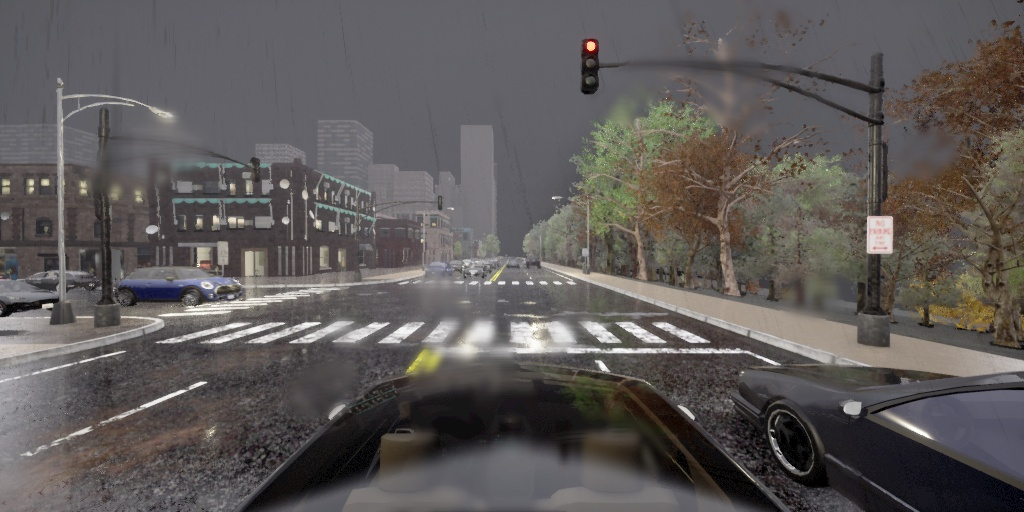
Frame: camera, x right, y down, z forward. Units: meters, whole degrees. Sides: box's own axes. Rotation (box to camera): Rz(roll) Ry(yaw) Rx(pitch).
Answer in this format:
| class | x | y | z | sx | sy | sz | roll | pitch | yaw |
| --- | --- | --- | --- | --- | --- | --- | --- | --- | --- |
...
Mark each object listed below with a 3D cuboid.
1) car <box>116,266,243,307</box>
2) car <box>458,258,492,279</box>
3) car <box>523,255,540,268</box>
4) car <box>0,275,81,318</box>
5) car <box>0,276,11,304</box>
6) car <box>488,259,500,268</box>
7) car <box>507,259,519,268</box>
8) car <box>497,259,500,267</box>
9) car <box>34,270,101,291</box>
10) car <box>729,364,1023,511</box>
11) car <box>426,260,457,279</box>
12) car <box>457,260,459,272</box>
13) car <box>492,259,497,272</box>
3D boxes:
| class | x | y | z | sx | sy | sz | roll | pitch | yaw |
| --- | --- | --- | --- | --- | --- | --- | --- | --- | --- |
| car | -14.839 | 1.266 | 16.183 | 4.553 | 1.767 | 2.097 | -1 | 1 | 3 |
| car | -3.300 | 1.232 | 33.009 | 2.128 | 1.511 | 4.902 | 0 | 0 | 0 |
| car | 3.429 | 0.942 | 59.072 | 2.150 | 2.045 | 5.566 | 0 | -1 | 0 |
| car | -19.930 | 1.565 | 13.725 | 4.313 | 1.339 | 1.948 | 0 | 0 | 0 |
| car | -26.701 | 1.651 | 16.448 | 4.718 | 1.301 | 1.895 | -1 | 1 | 0 |
| car | -3.201 | 1.253 | 64.200 | 1.812 | 1.442 | 4.674 | 0 | 0 | 2 |
| car | 0.181 | 1.292 | 60.103 | 1.994 | 1.385 | 4.181 | 0 | 0 | 0 |
| car | -3.267 | 1.223 | 52.820 | 2.128 | 1.511 | 4.902 | 0 | 0 | 0 |
| car | -28.252 | 1.560 | 22.249 | 4.403 | 1.370 | 2.007 | 0 | 0 | 0 |
| car | 3.350 | 1.297 | 1.544 | 2.033 | 1.411 | 5.357 | 0 | 0 | 0 |
| car | -6.552 | 1.266 | 33.022 | 1.812 | 1.442 | 4.674 | 0 | 0 | 0 |
| car | -6.537 | 1.241 | 42.282 | 1.837 | 1.490 | 4.892 | 0 | 0 | 0 |
| car | -3.285 | 1.228 | 42.414 | 2.128 | 1.511 | 4.902 | 0 | 0 | 0 |
